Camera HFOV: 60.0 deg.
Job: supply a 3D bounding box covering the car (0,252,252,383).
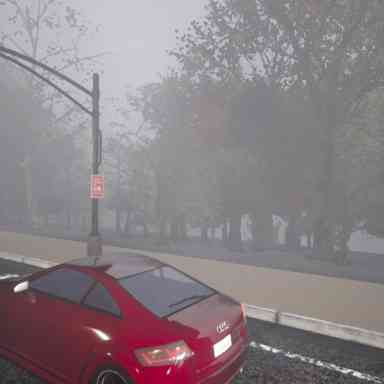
[{"bbox_3d":[-1.314,1.563,4.618,4.181,1.385,1.994,0,0,35],"label":"car"}]
